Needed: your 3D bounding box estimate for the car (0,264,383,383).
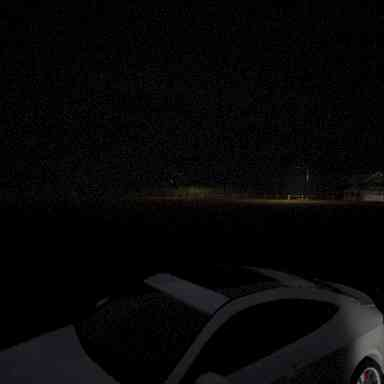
[{"bbox_3d":[0.053,1.512,3.064,4.674,1.442,1.812,0,0,-35],"label":"car"}]
